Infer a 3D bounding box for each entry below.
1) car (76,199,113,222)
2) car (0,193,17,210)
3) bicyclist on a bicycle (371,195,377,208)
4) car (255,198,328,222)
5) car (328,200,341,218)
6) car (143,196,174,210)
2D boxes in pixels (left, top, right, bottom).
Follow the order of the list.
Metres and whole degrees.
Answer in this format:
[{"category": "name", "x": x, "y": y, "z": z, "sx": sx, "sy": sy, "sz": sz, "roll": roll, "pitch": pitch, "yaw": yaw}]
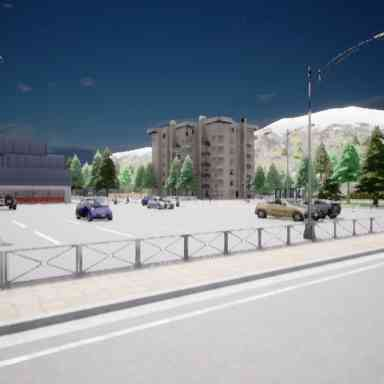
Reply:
[{"category": "car", "x": -7.088, "y": 1.283, "z": 24.046, "sx": 1.845, "sy": 1.501, "sz": 3.633, "roll": 0, "pitch": 0, "yaw": -36}, {"category": "car", "x": -20.876, "y": 1.058, "z": 36.970, "sx": 1.932, "sy": 1.855, "sz": 4.605, "roll": 0, "pitch": 0, "yaw": -36}, {"category": "bicyclist on a bicycle", "x": 23.853, "y": 1.273, "z": 43.575, "sx": 1.656, "sy": 1.620, "sz": 0.582, "roll": 0, "pitch": 0, "yaw": -36}, {"category": "car", "x": 7.008, "y": 1.296, "z": 24.762, "sx": 2.152, "sy": 1.636, "sz": 5.027, "roll": 0, "pitch": 0, "yaw": -36}, {"category": "car", "x": 9.520, "y": 1.305, "z": 26.641, "sx": 2.007, "sy": 1.523, "sz": 4.514, "roll": 0, "pitch": 0, "yaw": -36}, {"category": "car", "x": -3.802, "y": 1.348, "z": 39.979, "sx": 1.970, "sy": 1.475, "sz": 3.806, "roll": 0, "pitch": 0, "yaw": -36}]
